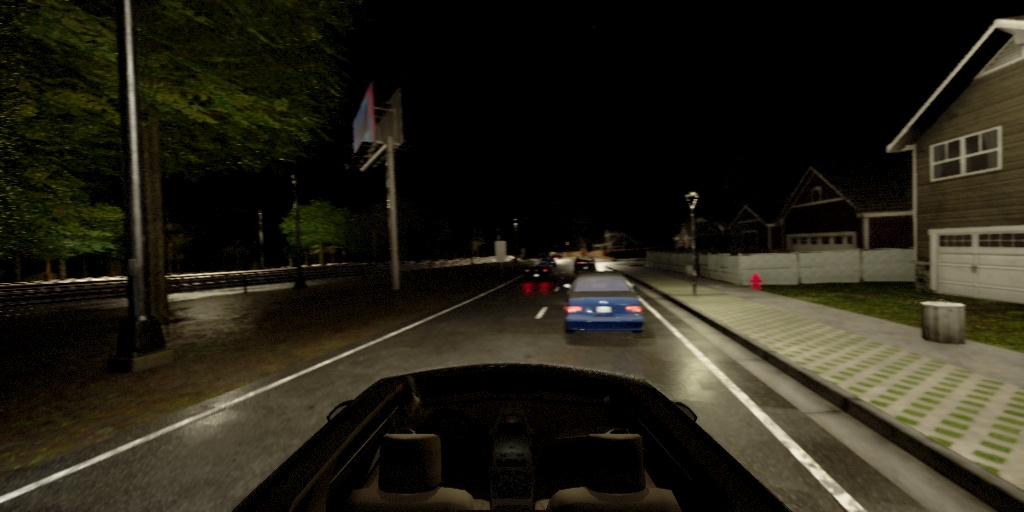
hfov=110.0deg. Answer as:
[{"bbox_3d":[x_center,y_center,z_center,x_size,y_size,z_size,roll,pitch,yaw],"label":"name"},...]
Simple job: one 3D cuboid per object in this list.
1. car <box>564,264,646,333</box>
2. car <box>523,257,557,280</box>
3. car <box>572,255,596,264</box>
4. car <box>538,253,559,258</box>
[{"bbox_3d":[2.438,1.122,9.979,2.033,1.411,5.357,-2,1,12],"label":"car"},{"bbox_3d":[2.070,1.013,27.075,1.895,1.301,4.718,-2,1,10],"label":"car"},{"bbox_3d":[6.240,0.700,30.968,2.128,1.511,4.902,-2,1,9],"label":"car"},{"bbox_3d":[4.234,0.726,42.013,1.994,1.385,4.181,-2,1,7],"label":"car"}]
